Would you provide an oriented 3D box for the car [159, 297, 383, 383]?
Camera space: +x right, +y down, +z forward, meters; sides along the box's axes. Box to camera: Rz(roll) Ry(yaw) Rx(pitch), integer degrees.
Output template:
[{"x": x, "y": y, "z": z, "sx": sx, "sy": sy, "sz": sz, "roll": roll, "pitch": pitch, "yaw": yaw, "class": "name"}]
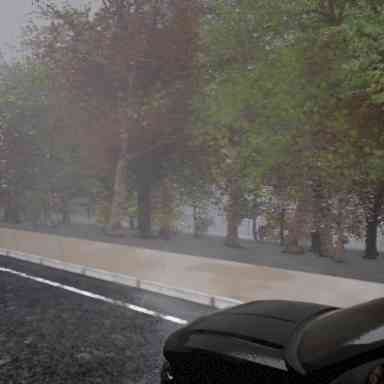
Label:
[{"x": 1.988, "y": 1.482, "z": 2.267, "sx": 5.008, "sy": 1.535, "sz": 1.882, "roll": 0, "pitch": 0, "yaw": 35, "class": "car"}]
